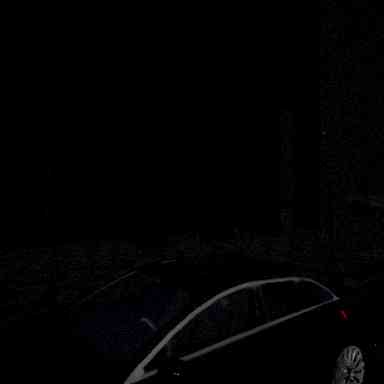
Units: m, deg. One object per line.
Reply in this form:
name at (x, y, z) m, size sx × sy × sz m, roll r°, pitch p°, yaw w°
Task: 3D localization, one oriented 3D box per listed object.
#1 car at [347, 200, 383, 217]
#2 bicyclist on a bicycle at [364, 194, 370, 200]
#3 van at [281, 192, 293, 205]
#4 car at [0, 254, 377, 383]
car at (14.771, 1.366, 28.275) m, size 2.008 × 1.369 × 4.403 m, roll 1°, pitch 0°, yaw -36°
bicyclist on a bicycle at (20.789, 1.029, 39.608) m, size 1.656 × 1.620 × 0.582 m, roll 0°, pitch 1°, yaw -36°
van at (12.199, 0.930, 46.548) m, size 1.690 × 1.788 × 3.998 m, roll 1°, pitch 0°, yaw -36°
car at (-0.041, 1.491, 3.349) m, size 4.902 × 1.511 × 2.128 m, roll 0°, pitch 0°, yaw -36°
